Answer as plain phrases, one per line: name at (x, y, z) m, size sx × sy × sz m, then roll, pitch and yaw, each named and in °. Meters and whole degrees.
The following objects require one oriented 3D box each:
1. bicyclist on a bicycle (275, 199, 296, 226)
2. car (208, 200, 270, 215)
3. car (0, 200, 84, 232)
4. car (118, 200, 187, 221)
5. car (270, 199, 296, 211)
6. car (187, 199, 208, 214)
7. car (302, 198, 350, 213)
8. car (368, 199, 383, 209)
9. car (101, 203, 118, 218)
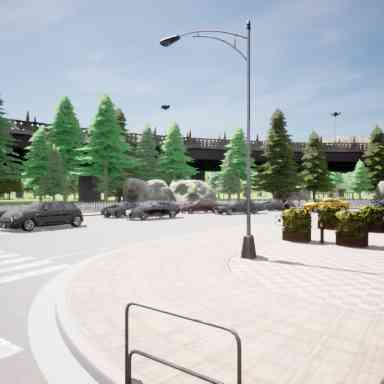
bicyclist on a bicycle at (5.581, 1.245, 19.574) m, size 0.582 × 1.620 × 1.656 m, roll 0°, pitch 0°, yaw -44°
car at (4.683, 1.492, 33.045) m, size 5.357 × 1.411 × 2.033 m, roll 0°, pitch 0°, yaw -26°
car at (-8.940, 1.297, 20.050) m, size 2.097 × 1.767 × 4.553 m, roll 0°, pitch 0°, yaw 37°
car at (-3.144, 1.436, 27.121) m, size 4.902 × 1.511 × 2.128 m, roll 0°, pitch 0°, yaw -44°
car at (9.877, 1.508, 38.692) m, size 4.181 × 1.385 × 1.994 m, roll 0°, pitch 0°, yaw -14°
car at (0.809, 1.470, 34.699) m, size 4.674 × 1.442 × 1.812 m, roll 0°, pitch 0°, yaw -30°
car at (14.555, 1.422, 36.275) m, size 5.008 × 1.535 × 1.882 m, roll 0°, pitch 0°, yaw -7°
car at (23.920, 1.437, 39.993) m, size 4.902 × 1.511 × 2.128 m, roll 0°, pitch 0°, yaw 7°
car at (-5.844, 1.508, 29.215) m, size 1.994 × 1.385 × 4.181 m, roll 0°, pitch 0°, yaw 45°
